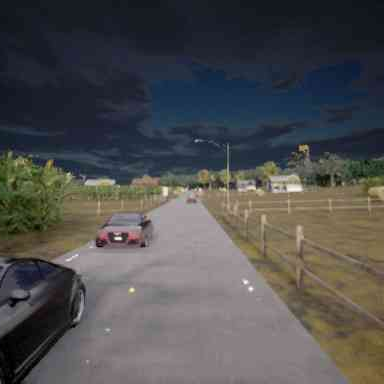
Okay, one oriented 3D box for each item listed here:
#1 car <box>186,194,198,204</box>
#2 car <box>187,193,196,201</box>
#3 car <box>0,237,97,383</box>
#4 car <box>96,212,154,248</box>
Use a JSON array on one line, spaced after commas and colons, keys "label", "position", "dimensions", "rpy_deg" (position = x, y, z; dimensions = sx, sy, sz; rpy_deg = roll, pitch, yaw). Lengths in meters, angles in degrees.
[{"label": "car", "position": [-0.035, 1.358, 60.646], "dimensions": [1.812, 1.442, 4.674], "rpy_deg": [0, 0, 0]}, {"label": "car", "position": [-0.043, 1.066, 70.729], "dimensions": [1.882, 1.535, 5.008], "rpy_deg": [0, 0, 0]}, {"label": "car", "position": [-2.850, 1.576, 4.225], "dimensions": [1.994, 1.385, 4.181], "rpy_deg": [0, 0, 0]}, {"label": "car", "position": [-2.823, 1.584, 14.725], "dimensions": [1.994, 1.385, 4.181], "rpy_deg": [0, 0, 0]}]
